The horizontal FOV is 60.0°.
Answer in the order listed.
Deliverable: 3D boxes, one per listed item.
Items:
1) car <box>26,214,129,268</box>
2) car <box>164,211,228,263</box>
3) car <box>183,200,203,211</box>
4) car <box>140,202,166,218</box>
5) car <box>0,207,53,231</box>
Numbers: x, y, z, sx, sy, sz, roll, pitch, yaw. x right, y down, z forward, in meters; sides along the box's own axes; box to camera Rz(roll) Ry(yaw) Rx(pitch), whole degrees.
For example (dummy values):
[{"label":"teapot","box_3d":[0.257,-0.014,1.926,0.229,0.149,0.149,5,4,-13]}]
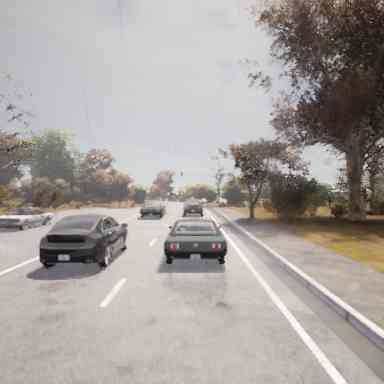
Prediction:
[{"label":"car","box_3d":[-3.393,1.494,11.238,1.837,1.490,4.892,0,0,0]},{"label":"car","box_3d":[0.107,1.590,11.824,1.895,1.301,4.718,0,0,0]},{"label":"car","box_3d":[0.104,1.497,31.560,1.812,1.442,4.674,0,0,0]},{"label":"car","box_3d":[-3.384,1.573,29.705,1.895,1.301,4.718,0,0,0]},{"label":"car","box_3d":[-10.488,1.633,20.715,1.895,1.301,4.718,0,0,0]}]
